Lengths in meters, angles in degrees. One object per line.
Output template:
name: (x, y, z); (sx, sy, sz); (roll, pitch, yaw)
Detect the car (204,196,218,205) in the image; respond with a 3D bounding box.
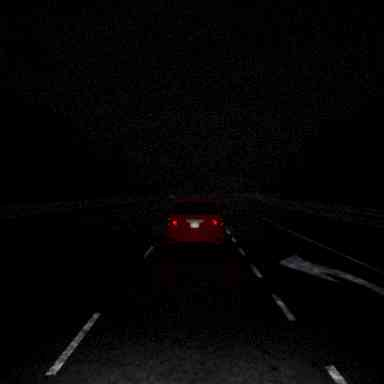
car: (3.297, 1.503, 57.338); (2.033, 1.411, 5.357); (0, 0, 7)

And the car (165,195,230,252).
car: (0.168, 1.210, 13.919); (2.150, 2.045, 5.566); (0, 0, 2)

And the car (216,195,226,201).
car: (7.259, 1.483, 84.128); (2.033, 1.411, 5.357); (0, 0, 10)

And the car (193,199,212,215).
car: (1.150, 1.505, 34.370); (1.812, 1.442, 4.674); (0, 0, 4)
